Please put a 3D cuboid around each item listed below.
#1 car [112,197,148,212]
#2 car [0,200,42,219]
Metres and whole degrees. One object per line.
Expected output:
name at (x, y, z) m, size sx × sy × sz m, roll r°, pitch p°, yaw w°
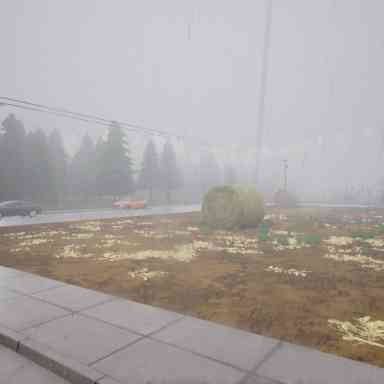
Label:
car at (-7.454, 1.379, 40.279) m, size 2.097 × 1.767 × 4.553 m, roll 0°, pitch 0°, yaw 37°
car at (-15.742, 1.531, 29.112) m, size 1.837 × 1.490 × 4.892 m, roll 0°, pitch 0°, yaw 37°
